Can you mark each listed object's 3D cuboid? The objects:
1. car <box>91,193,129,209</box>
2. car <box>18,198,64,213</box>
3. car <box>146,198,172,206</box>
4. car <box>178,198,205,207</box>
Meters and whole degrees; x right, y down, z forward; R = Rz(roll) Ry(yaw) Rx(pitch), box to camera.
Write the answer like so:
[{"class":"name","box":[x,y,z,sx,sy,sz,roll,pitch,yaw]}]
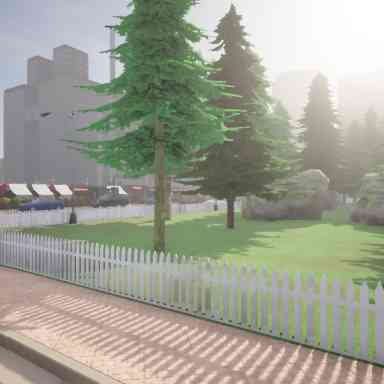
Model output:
[{"class":"car","box":[-11.122,1.221,45.561,2.150,2.045,5.566,0,0,34]},{"class":"car","box":[-16.769,1.478,37.201,1.882,1.535,5.008,0,0,34]},{"class":"car","box":[-5.334,1.352,54.065,2.097,1.767,4.553,0,0,34]},{"class":"car","box":[0.086,1.600,49.305,1.895,1.301,4.718,0,0,34]}]
